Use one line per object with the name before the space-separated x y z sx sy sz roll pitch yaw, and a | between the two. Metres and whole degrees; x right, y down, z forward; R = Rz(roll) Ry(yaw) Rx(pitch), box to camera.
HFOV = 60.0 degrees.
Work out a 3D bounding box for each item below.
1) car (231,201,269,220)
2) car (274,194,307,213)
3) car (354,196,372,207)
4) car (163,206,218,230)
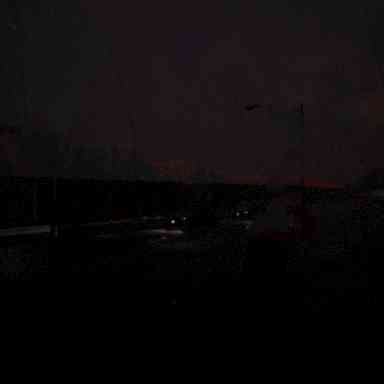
car | 5.143 1.571 29.160 1.837 1.490 4.892 0 0 35
car | 11.272 1.288 37.748 2.150 2.045 5.566 0 0 36
car | 27.292 1.398 53.040 2.097 1.767 4.553 0 0 35
car | -0.012 1.630 21.919 1.994 1.385 4.181 0 0 35
